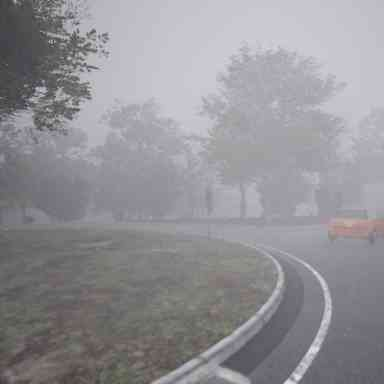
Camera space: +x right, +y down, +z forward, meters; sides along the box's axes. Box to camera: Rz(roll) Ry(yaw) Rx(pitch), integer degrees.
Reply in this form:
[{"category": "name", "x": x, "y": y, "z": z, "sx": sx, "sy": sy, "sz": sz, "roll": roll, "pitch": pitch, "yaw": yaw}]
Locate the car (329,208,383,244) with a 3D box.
[{"category": "car", "x": 9.007, "y": 1.652, "z": 17.820, "sx": 2.097, "sy": 1.767, "sz": 4.553, "roll": -1, "pitch": -1, "yaw": 39}]
